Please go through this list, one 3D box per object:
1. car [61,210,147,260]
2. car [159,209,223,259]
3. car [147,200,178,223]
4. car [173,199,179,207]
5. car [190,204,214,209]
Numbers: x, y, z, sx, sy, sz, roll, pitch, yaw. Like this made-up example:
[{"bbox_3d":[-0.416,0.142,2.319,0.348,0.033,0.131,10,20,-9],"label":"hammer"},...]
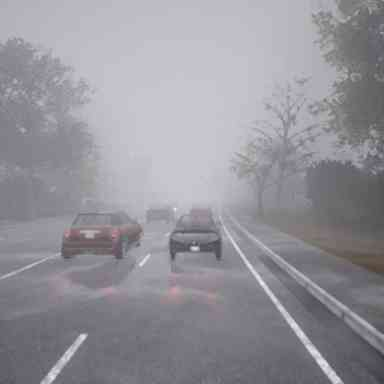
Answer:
[{"bbox_3d":[-3.321,1.493,13.176,2.097,1.767,4.553,0,-1,2],"label":"car"},{"bbox_3d":[0.180,1.635,13.178,2.128,1.511,4.902,0,0,2],"label":"car"},{"bbox_3d":[-2.656,1.786,28.931,1.882,1.535,5.008,0,0,4],"label":"car"},{"bbox_3d":[-3.532,2.157,62.373,2.128,1.511,4.902,0,-1,6],"label":"car"},{"bbox_3d":[0.839,1.784,28.750,1.882,1.535,5.008,0,0,4],"label":"car"}]
